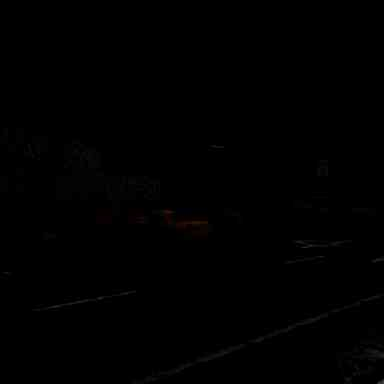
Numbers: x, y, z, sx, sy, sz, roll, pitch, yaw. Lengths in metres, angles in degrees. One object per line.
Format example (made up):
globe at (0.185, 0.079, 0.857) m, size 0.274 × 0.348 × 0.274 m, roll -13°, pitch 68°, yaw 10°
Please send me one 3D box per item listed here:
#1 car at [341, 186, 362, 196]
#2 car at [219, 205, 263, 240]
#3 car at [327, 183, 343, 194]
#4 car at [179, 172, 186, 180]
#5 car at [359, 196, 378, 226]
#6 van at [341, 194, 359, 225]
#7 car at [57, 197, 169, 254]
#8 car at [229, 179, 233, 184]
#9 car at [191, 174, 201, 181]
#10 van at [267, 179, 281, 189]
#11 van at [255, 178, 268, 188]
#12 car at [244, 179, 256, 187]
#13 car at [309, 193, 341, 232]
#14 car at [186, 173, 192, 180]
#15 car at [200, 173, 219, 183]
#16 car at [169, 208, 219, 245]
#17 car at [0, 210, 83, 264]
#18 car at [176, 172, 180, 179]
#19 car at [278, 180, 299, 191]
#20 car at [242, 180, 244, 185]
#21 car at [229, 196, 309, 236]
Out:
car at (25.634, 0.141, 52.576) m, size 2.002 × 1.452 × 4.674 m, roll 7°, pitch 3°, yaw 35°
car at (0.913, 1.548, 17.160) m, size 4.674 × 1.452 × 2.002 m, roll -1°, pitch -1°, yaw 35°
car at (23.939, -0.421, 55.046) m, size 2.435 × 2.045 × 5.566 m, roll 7°, pitch 3°, yaw 35°
car at (-0.444, -4.080, 89.445) m, size 2.185 × 1.767 × 4.553 m, roll 4°, pitch 1°, yaw 33°
car at (10.790, 1.405, 24.059) m, size 4.553 × 1.767 × 2.185 m, roll -1°, pitch -1°, yaw 35°
van at (8.384, 1.298, 22.305) m, size 4.442 × 1.987 × 1.878 m, roll -1°, pitch -1°, yaw 35°
car at (-4.008, 1.247, 13.697) m, size 5.566 × 2.045 × 2.435 m, roll -1°, pitch -1°, yaw 34°
car at (10.060, -2.312, 74.757) m, size 2.002 × 1.452 × 4.674 m, roll 7°, pitch 3°, yaw 35°
car at (3.088, -3.693, 84.515) m, size 2.435 × 2.045 × 5.566 m, roll 7°, pitch 3°, yaw 34°
van at (16.953, -1.486, 64.782) m, size 1.878 × 1.987 × 4.442 m, roll 7°, pitch 4°, yaw 35°
van at (15.220, -1.759, 67.251) m, size 1.878 × 1.987 × 4.442 m, roll 7°, pitch 3°, yaw 35°
car at (13.642, -1.807, 69.980) m, size 1.946 × 1.575 × 5.366 m, roll 7°, pitch 3°, yaw 35°
car at (5.848, 1.268, 20.631) m, size 5.566 × 2.045 × 2.435 m, roll -1°, pitch -1°, yaw 35°
car at (1.290, -3.845, 86.978) m, size 2.185 × 1.767 × 4.553 m, roll 6°, pitch 3°, yaw 34°
car at (4.943, -3.171, 82.259) m, size 1.946 × 1.575 × 5.366 m, roll 7°, pitch 3°, yaw 34°
car at (-1.691, 1.502, 15.528) m, size 5.366 × 1.575 × 1.946 m, roll -1°, pitch -1°, yaw 34°
car at (-6.450, 1.523, 11.948) m, size 4.792 × 1.488 × 2.163 m, roll -1°, pitch -1°, yaw 34°
car at (-2.219, -4.357, 91.790) m, size 2.435 × 2.045 × 5.566 m, roll 1°, pitch -1°, yaw 34°
car at (18.717, -0.987, 62.423) m, size 2.231 × 1.521 × 4.892 m, roll 7°, pitch 3°, yaw 35°
car at (11.807, -2.038, 72.297) m, size 2.002 × 1.452 × 4.674 m, roll 7°, pitch 3°, yaw 35°
car at (3.337, 1.263, 18.922) m, size 5.566 × 2.045 × 2.435 m, roll -1°, pitch -1°, yaw 35°
